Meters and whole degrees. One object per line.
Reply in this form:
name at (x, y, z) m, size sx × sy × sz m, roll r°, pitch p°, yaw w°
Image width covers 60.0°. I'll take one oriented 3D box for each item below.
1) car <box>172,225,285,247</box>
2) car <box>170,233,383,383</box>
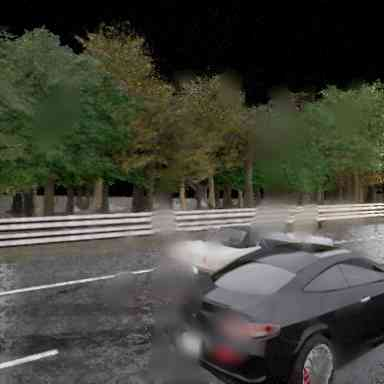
car at (1.884, 1.575, 9.263) m, size 4.718 × 1.301 × 1.895 m, roll 0°, pitch 0°, yaw -34°
car at (1.888, 1.509, 5.011) m, size 4.674 × 1.442 × 1.812 m, roll 0°, pitch 0°, yaw -35°
